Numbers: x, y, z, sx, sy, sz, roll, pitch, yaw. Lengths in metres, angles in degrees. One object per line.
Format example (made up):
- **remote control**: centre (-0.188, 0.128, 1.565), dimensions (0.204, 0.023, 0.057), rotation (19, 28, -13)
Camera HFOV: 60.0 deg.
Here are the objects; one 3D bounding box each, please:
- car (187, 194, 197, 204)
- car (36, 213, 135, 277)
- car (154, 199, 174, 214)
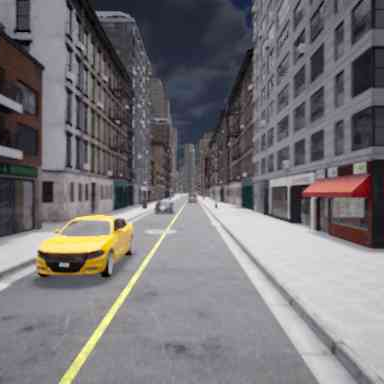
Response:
- **car**: centre (0.085, 1.653, 69.446), dimensions (2.033, 1.411, 5.357), rotation (0, 0, 0)
- **car**: centre (-3.076, 1.490, 10.525), dimensions (1.882, 1.535, 5.008), rotation (0, 0, 0)
- **car**: centre (-2.969, 1.548, 36.284), dimensions (2.128, 1.511, 4.902), rotation (0, 0, 0)
